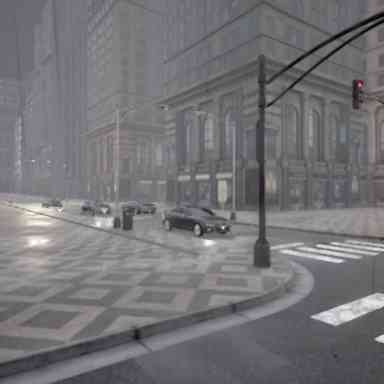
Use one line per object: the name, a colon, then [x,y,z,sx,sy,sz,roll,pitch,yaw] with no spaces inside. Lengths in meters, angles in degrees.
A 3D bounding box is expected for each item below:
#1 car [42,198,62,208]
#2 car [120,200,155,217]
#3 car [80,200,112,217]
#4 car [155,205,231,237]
car: [-19.622,1.587,46.621,1.994,1.385,4.181,0,0,-35]
car: [-5.202,1.511,31.600,2.128,1.511,4.902,0,0,-36]
car: [-9.282,1.504,31.921,2.128,1.511,4.902,0,0,-35]
car: [0.121,1.527,18.623,1.837,1.490,4.892,0,1,-37]
